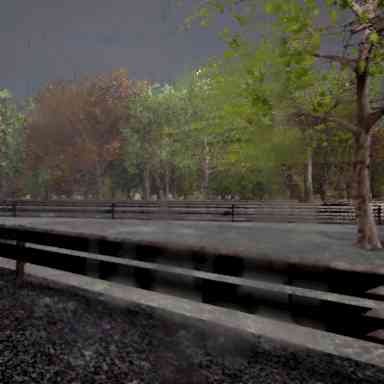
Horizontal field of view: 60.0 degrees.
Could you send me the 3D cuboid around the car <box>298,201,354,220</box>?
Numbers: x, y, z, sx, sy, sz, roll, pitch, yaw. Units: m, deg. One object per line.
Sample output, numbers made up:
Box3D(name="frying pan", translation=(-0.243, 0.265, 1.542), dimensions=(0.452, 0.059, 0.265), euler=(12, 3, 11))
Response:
Box3D(name="car", translation=(11.578, 1.585, 28.456), dimensions=(4.892, 1.490, 1.837), euler=(0, 0, 14))
